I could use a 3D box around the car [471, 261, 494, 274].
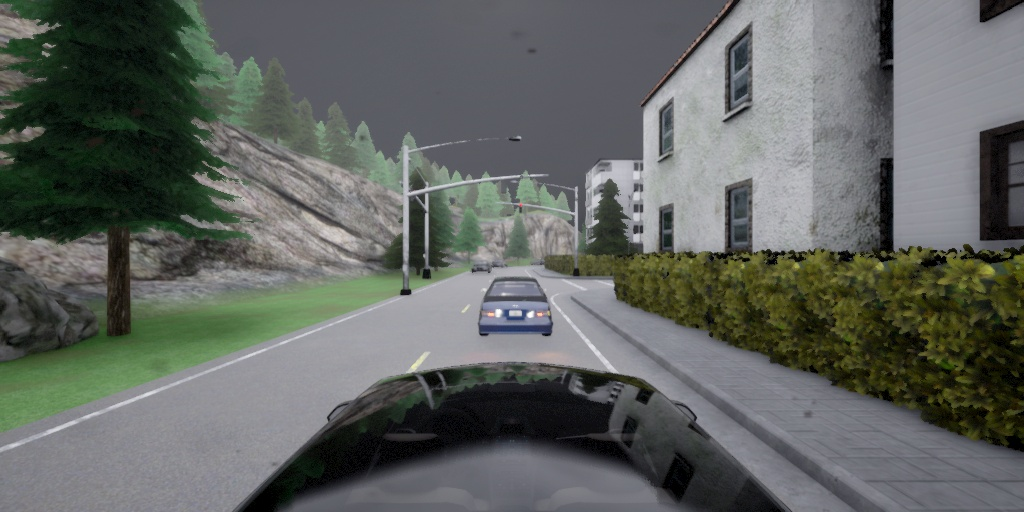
[{"bbox_3d":[-3.464,1.297,40.890,1.994,1.385,4.181,0,0,1],"label":"car"}]

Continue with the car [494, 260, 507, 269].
[{"bbox_3d":[-2.124,1.290,56.025,1.994,1.385,4.181,0,0,15],"label":"car"}]

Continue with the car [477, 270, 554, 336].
[{"bbox_3d":[0.088,1.294,10.313,2.033,1.411,5.357,0,0,0],"label":"car"}]
